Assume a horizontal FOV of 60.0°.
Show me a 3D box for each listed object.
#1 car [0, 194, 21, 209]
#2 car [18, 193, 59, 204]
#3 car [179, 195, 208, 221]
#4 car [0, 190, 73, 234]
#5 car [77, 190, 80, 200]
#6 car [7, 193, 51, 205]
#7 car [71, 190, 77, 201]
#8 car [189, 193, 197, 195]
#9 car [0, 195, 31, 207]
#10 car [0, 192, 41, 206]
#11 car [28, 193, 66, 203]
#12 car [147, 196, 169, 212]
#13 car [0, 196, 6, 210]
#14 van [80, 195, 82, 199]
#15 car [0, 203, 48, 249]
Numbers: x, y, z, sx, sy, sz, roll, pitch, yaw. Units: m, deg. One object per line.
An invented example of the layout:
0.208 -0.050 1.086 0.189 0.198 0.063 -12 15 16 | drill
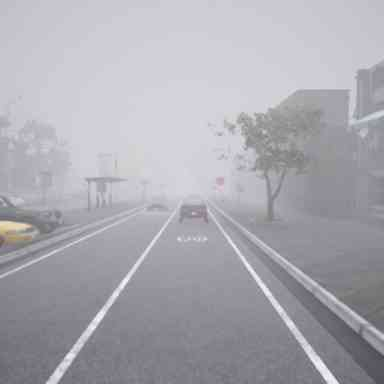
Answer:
-22.069 1.056 36.961 5.008 1.535 2.097 0 1 0 | car
-22.077 0.923 48.062 4.892 1.521 2.231 0 1 0 | car
0.113 1.207 24.101 1.882 1.535 5.008 0 1 0 | car
-8.949 1.068 15.635 5.566 2.045 2.435 0 1 0 | car
-22.119 0.854 56.388 4.792 1.488 2.163 0 1 0 | car
-22.087 0.955 45.287 5.008 1.535 2.097 0 1 0 | car
-21.902 0.854 53.611 5.366 1.575 1.946 0 1 0 | car
0.123 0.918 42.128 1.801 1.575 5.366 0 1 0 | car
-22.074 1.062 39.737 4.674 1.452 2.002 0 1 0 | car
-22.110 0.863 42.510 4.553 1.767 2.185 0 1 0 | car
-22.114 0.919 50.837 4.792 1.488 2.163 0 1 0 | car
-3.329 1.153 33.473 2.033 1.411 5.357 0 1 0 | car
-22.069 1.130 34.184 4.674 1.452 2.002 0 1 0 | car
-21.975 0.566 59.159 4.442 1.987 1.878 0 1 0 | van
-8.790 1.351 12.835 5.366 1.575 1.946 0 1 0 | car
